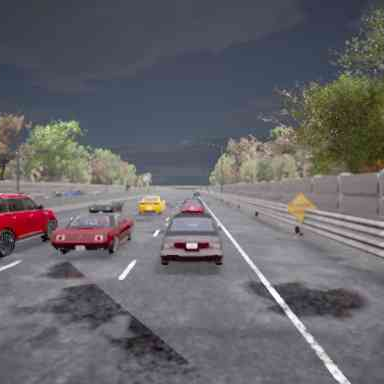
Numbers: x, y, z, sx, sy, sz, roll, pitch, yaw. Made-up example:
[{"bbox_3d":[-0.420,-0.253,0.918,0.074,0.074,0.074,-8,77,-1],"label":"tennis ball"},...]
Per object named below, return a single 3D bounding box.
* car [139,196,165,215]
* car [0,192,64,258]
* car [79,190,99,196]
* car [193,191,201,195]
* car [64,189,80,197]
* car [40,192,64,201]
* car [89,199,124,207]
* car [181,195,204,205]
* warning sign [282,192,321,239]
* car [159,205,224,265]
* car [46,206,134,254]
[{"bbox_3d":[-3.448,1.110,29.439,1.882,1.535,5.008,0,1,0],"label":"car"},{"bbox_3d":[-6.968,1.065,12.178,2.150,2.045,5.566,0,1,1],"label":"car"},{"bbox_3d":[-17.540,0.792,58.641,2.128,1.511,4.902,0,1,1],"label":"car"},{"bbox_3d":[1.222,0.535,83.899,1.837,1.490,4.892,0,1,0],"label":"car"},{"bbox_3d":[-21.029,0.526,58.312,2.150,2.045,5.566,0,1,1],"label":"car"},{"bbox_3d":[-24.531,0.797,58.349,2.128,1.511,4.902,0,1,1],"label":"car"},{"bbox_3d":[-6.962,1.254,27.633,1.895,1.301,4.718,0,1,1],"label":"car"},{"bbox_3d":[0.046,1.210,28.362,1.994,1.385,4.181,0,1,1],"label":"car"},{"bbox_3d":[4.548,0.935,13.899,1.300,1.860,1.060,0,1,0],"label":"warning sign"},{"bbox_3d":[0.021,1.403,11.099,2.033,1.411,5.357,0,1,1],"label":"car"},{"bbox_3d":[-3.462,1.437,12.623,1.895,1.301,4.718,0,1,1],"label":"car"}]
